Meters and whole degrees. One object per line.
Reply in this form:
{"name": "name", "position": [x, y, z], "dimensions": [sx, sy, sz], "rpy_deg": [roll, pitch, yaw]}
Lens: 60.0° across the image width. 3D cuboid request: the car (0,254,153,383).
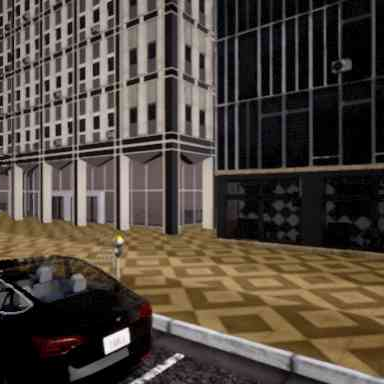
{"name": "car", "position": [-2.464, 1.569, 4.641], "dimensions": [4.313, 1.339, 1.947], "rpy_deg": [0, 0, 36]}
